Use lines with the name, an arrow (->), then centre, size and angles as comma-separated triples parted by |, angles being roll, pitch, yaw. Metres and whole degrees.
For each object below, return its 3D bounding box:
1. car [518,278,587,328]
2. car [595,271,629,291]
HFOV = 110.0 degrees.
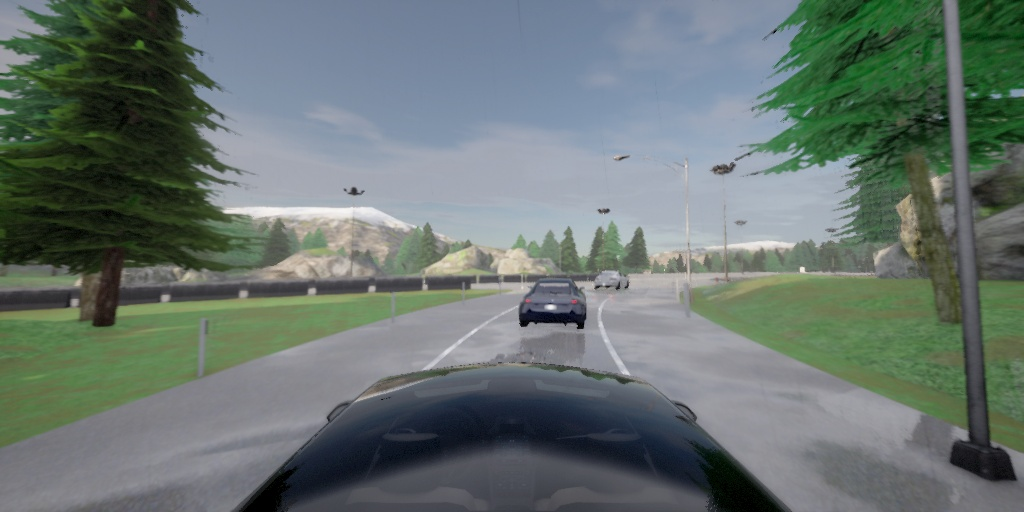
car -> 1.456, 1.437, 11.949 | 1.994, 1.385, 4.181 | 0, -1, 11
car -> 7.865, 1.906, 28.188 | 1.812, 1.442, 4.674 | -1, -3, 30
